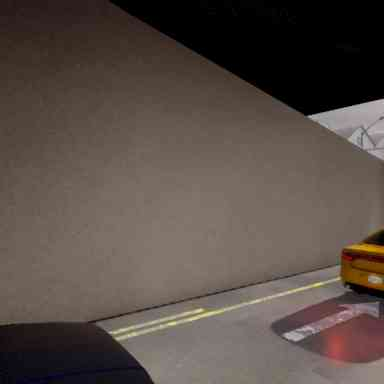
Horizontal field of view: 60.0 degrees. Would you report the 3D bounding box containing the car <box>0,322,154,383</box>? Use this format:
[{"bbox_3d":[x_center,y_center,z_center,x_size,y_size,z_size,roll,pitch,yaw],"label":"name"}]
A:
[{"bbox_3d":[-2.792,1.548,1.794,5.357,1.411,2.033,0,0,-35],"label":"car"}]

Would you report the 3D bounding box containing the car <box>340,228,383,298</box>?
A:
[{"bbox_3d":[5.431,1.478,7.636,5.008,1.535,1.882,0,0,-35],"label":"car"}]
